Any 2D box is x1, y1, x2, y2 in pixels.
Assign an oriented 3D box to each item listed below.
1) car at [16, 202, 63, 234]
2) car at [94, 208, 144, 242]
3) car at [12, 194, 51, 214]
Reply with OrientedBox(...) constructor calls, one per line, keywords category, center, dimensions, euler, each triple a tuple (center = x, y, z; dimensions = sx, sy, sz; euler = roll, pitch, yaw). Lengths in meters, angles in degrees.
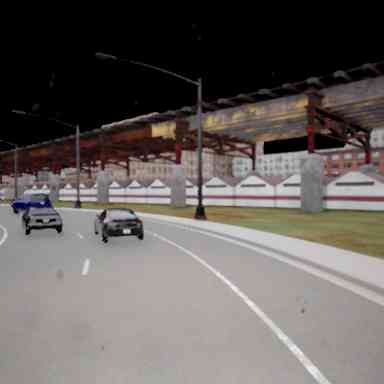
OrientedBox(category="car", center=(-8.818, 1.534, 19.345), dimensions=(2.033, 1.411, 5.357), euler=(0, 0, -30))
OrientedBox(category="car", center=(-3.638, 1.494, 16.216), dimensions=(1.812, 1.442, 4.674), euler=(0, 0, -22))
OrientedBox(category="car", center=(-16.162, 1.204, 33.466), dimensions=(5.566, 2.045, 2.150), euler=(0, 0, 44))
